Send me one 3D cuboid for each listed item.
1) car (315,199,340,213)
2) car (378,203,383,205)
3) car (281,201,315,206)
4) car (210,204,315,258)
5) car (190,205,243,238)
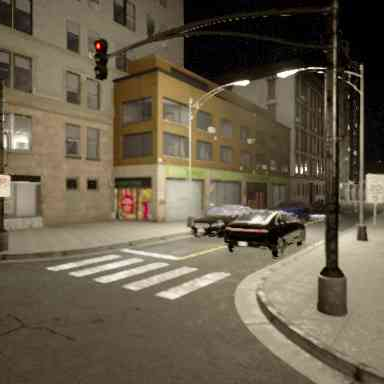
[{"bbox_3d":[12.952,1.398,32.208,1.994,1.385,4.181,0,0,35],"label":"car"},{"bbox_3d":[29.163,1.307,49.908,1.994,1.385,4.181,0,0,36],"label":"car"},{"bbox_3d":[7.135,1.402,24.036,1.812,1.442,4.674,0,0,35],"label":"car"},{"bbox_3d":[2.920,1.425,12.657,2.128,1.511,4.902,0,0,33],"label":"car"},{"bbox_3d":[1.804,1.407,16.555,2.128,1.511,4.902,0,0,35],"label":"car"}]
